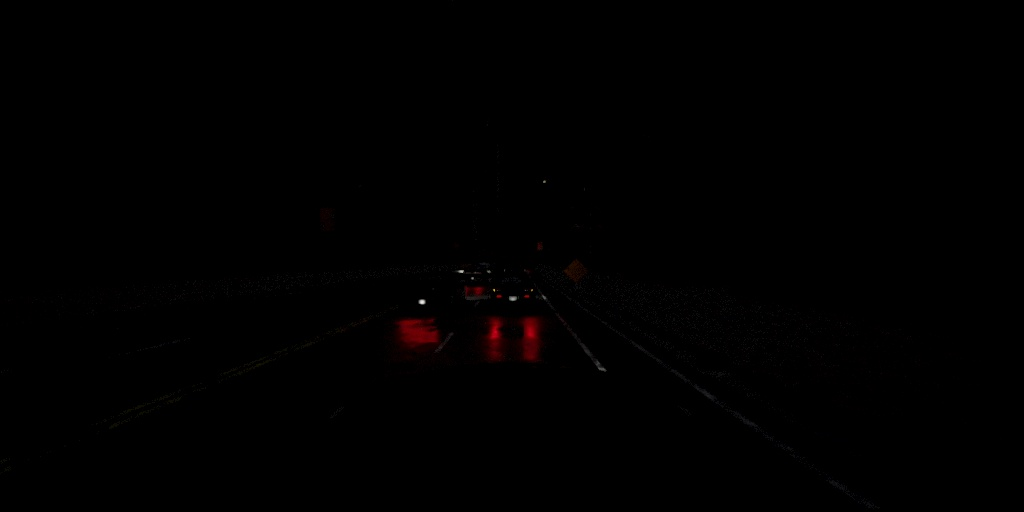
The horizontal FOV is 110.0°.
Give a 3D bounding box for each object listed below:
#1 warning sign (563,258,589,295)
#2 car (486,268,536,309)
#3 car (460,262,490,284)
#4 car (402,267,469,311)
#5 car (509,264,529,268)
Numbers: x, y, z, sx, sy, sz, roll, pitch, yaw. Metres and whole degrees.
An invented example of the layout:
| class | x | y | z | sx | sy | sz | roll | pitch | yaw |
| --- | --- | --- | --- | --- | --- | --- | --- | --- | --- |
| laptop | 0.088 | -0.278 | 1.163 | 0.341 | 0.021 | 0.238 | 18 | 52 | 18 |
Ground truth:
| class | x | y | z | sx | sy | sz | roll | pitch | yaw |
| --- | --- | --- | --- | --- | --- | --- | --- | --- | --- |
| warning sign | 3.290 | 1.043 | 18.403 | 1.300 | 1.860 | 1.060 | 0 | 0 | 1 |
| car | 0.071 | 1.423 | 15.634 | 1.812 | 1.442 | 4.674 | 0 | 0 | 1 |
| car | -3.018 | 1.554 | 30.251 | 2.128 | 1.511 | 4.902 | 0 | -1 | 1 |
| car | -3.185 | 1.401 | 15.277 | 1.837 | 1.490 | 4.892 | 0 | 0 | 1 |
| car | 0.236 | 1.626 | 30.312 | 1.994 | 1.385 | 4.181 | 0 | -1 | 1 |
